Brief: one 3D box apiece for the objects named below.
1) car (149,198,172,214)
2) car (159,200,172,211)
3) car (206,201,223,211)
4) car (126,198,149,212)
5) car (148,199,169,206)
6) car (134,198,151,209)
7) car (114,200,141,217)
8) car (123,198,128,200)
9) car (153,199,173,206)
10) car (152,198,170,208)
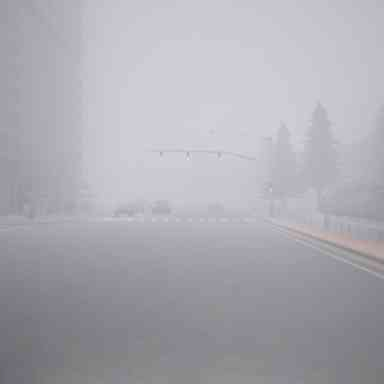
[{"bbox_3d":[-3.587,1.730,40.032,2.097,1.767,4.553,0,-1,0],"label":"car"},{"bbox_3d":[-3.928,1.943,49.237,1.882,1.535,5.008,0,-1,-4],"label":"car"},{"bbox_3d":[3.318,2.033,49.698,1.994,1.385,4.181,0,-1,-5],"label":"car"},{"bbox_3d":[-7.217,1.919,45.216,2.128,1.511,4.902,0,-1,-1],"label":"car"},{"bbox_3d":[-6.887,2.146,68.300,1.837,1.490,4.892,0,-1,-39],"label":"car"},{"bbox_3d":[-8.229,1.871,55.019,2.097,1.767,4.553,0,-1,-16],"label":"car"},{"bbox_3d":[-7.089,1.866,35.950,1.812,1.442,4.674,0,-1,0],"label":"car"},{"bbox_3d":[-14.543,2.058,75.198,4.553,1.767,2.097,0,-1,32],"label":"car"},{"bbox_3d":[-6.387,2.213,73.002,4.674,1.442,1.812,0,-1,42],"label":"car"},{"bbox_3d":[-5.523,1.902,58.286,2.097,1.767,4.553,0,-1,-19],"label":"car"}]
